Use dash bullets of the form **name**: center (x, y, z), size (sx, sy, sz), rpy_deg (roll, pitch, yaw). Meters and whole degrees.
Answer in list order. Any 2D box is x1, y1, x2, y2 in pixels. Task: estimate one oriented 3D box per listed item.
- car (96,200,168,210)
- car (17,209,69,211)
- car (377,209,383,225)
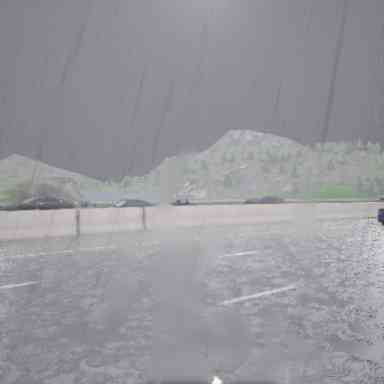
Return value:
- **car**: center (-4.270, 1.212, 22.118), size (4.674, 1.442, 1.812), rpy_deg (0, 1, -33)
- **car**: center (-11.695, 1.083, 25.599), size (4.892, 1.490, 1.837), rpy_deg (1, 0, -34)
- **car**: center (13.670, 1.345, 20.548), size (5.008, 1.535, 1.882), rpy_deg (0, 0, -28)
